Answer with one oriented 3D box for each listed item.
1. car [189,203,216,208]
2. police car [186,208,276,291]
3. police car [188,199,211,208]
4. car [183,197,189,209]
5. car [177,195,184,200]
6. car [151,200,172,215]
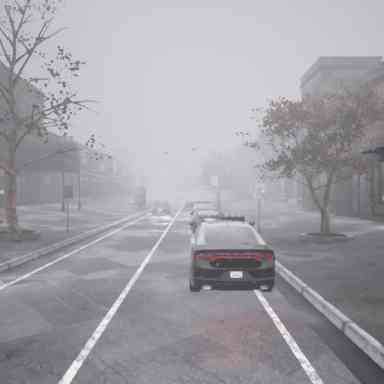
[{"bbox_3d":[0.863,1.605,19.122,1.812,1.442,4.674,0,0,0],"label":"car"},{"bbox_3d":[0.882,1.460,9.232,1.930,1.638,5.238,0,0,0],"label":"police car"},{"bbox_3d":[0.851,1.531,25.232,1.930,1.638,5.238,0,0,0],"label":"police car"},{"bbox_3d":[-0.070,1.720,47.752,1.812,1.442,4.674,0,0,0],"label":"car"},{"bbox_3d":[-3.184,1.554,94.176,2.033,1.411,5.357,0,0,0],"label":"car"},{"bbox_3d":[-3.169,1.642,35.278,2.128,1.511,4.902,0,0,0],"label":"car"}]
